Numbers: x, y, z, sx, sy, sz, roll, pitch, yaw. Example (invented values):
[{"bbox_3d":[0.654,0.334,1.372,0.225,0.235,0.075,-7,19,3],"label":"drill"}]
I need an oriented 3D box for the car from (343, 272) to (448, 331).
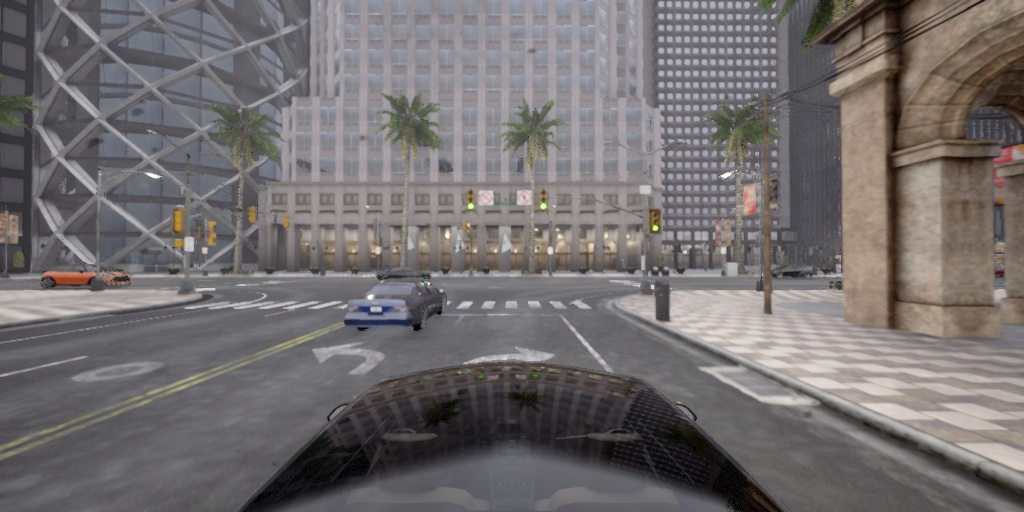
[{"bbox_3d":[-3.417,1.421,11.525,2.033,1.411,5.357,0,-1,0],"label":"car"}]

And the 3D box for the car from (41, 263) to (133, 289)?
[{"bbox_3d":[-30.427,1.404,25.811,4.553,1.767,2.097,0,-1,-6],"label":"car"}]

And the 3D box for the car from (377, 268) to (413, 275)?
[{"bbox_3d":[-9.313,1.720,31.118,4.718,1.301,1.895,0,-1,22],"label":"car"}]
